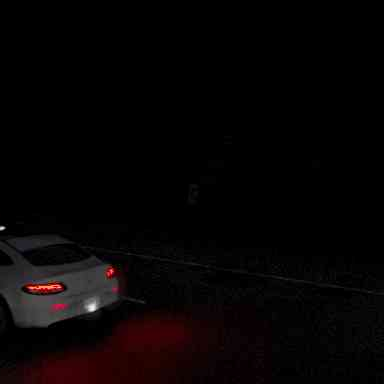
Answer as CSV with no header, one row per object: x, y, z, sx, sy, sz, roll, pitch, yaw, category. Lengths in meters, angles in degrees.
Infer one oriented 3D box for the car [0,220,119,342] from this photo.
-3.403,1.511,6.418,4.674,1.442,1.812,0,0,35,car

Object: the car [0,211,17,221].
-9.604,1.442,15.140,4.181,1.385,1.994,2,1,35,car
